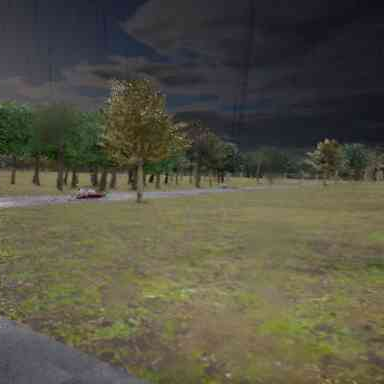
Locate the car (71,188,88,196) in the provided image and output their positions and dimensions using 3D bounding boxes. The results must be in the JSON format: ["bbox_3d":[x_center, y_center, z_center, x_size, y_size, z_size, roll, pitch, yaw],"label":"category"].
[{"bbox_3d":[-19.957,0.038,61.224,1.812,1.442,4.674,4,5,35],"label":"car"}]

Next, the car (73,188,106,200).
[{"bbox_3d":[-16.388,0.587,54.207,1.895,1.301,4.718,4,4,35],"label":"car"}]
